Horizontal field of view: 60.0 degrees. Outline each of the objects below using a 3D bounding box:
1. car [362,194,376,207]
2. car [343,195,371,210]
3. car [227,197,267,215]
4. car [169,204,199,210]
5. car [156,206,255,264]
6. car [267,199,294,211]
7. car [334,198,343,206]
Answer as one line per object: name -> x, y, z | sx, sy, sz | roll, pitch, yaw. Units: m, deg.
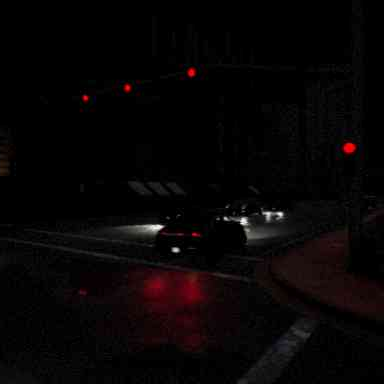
car -> 27.136, 1.519, 51.399 | 2.033, 1.411, 5.357 | 0, 0, 34
car -> 21.191, 1.520, 42.578 | 2.033, 1.411, 5.357 | 0, 0, 34
car -> 4.961, 1.298, 31.405 | 2.097, 1.767, 4.553 | 0, 0, 34
car -> -0.460, 1.511, 23.384 | 1.994, 1.385, 4.181 | 0, 0, 34
car -> 0.524, 1.467, 11.919 | 2.128, 1.511, 4.902 | 0, 0, 24
car -> 10.521, 1.546, 39.624 | 1.895, 1.301, 4.718 | 0, 0, 34
car -> 24.259, 1.559, 53.387 | 1.895, 1.301, 4.718 | 0, 0, 34
